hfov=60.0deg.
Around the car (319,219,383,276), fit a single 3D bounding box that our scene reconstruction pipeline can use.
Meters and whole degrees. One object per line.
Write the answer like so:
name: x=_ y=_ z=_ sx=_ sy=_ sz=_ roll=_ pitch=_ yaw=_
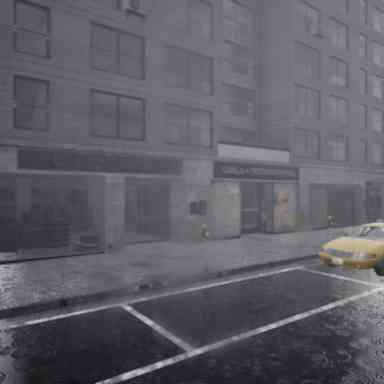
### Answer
car: x=5.911 y=1.559 z=10.419 sx=4.829 sy=1.417 sz=1.752 roll=0 pitch=0 yaw=-36
